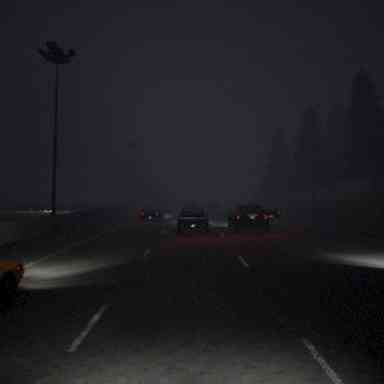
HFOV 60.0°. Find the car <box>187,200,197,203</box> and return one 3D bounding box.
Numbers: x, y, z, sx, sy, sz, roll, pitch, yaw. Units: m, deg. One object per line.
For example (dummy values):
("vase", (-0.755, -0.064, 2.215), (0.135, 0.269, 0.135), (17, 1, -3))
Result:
("car", (-0.035, 2.065, 52.171), (1.882, 1.535, 5.008), (0, -1, 0))

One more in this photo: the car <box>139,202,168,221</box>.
("car", (-3.530, 1.893, 30.282), (1.895, 1.301, 4.718), (0, -1, 0))

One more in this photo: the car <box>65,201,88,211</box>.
("car", (-17.687, 2.151, 51.997), (1.837, 1.490, 4.892), (0, -1, 0))

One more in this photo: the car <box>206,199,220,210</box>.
("car", (3.457, 1.976, 54.803), (2.097, 1.767, 4.553), (0, -1, 0))

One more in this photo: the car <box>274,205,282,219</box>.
("car", (7.020, 1.868, 31.566), (1.895, 1.301, 4.718), (0, -1, 0))

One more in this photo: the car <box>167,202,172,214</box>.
("car", (-3.590, 1.957, 41.827), (1.812, 1.442, 4.674), (0, -1, 0))

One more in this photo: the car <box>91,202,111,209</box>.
("car", (-14.185, 2.236, 51.992), (1.895, 1.301, 4.718), (0, -1, 0))

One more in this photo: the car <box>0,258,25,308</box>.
("car", (-4.559, 1.520, 5.115), (1.801, 1.575, 5.366), (0, -1, 0))

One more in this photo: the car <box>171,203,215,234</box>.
("car", (0.049, 1.684, 20.861), (2.128, 1.511, 4.902), (0, 0, 0))

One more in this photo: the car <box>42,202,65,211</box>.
("car", (-21.184, 2.224, 52.020), (1.994, 1.385, 4.181), (0, -1, 0))

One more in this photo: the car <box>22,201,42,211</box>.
("car", (-24.681, 2.175, 51.976), (1.837, 1.490, 4.892), (0, -1, 0))

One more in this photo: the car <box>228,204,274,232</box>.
("car", (3.546, 1.538, 21.635), (2.097, 1.767, 4.553), (0, -1, 0))
